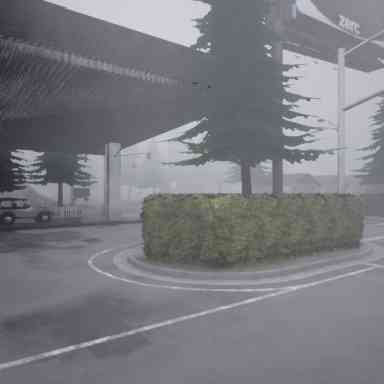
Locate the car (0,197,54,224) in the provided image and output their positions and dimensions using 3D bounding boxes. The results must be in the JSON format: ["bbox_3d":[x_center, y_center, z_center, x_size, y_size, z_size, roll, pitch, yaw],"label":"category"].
[{"bbox_3d":[-11.958,1.317,23.493,3.866,1.878,1.905,0,0,-36],"label":"car"}]
